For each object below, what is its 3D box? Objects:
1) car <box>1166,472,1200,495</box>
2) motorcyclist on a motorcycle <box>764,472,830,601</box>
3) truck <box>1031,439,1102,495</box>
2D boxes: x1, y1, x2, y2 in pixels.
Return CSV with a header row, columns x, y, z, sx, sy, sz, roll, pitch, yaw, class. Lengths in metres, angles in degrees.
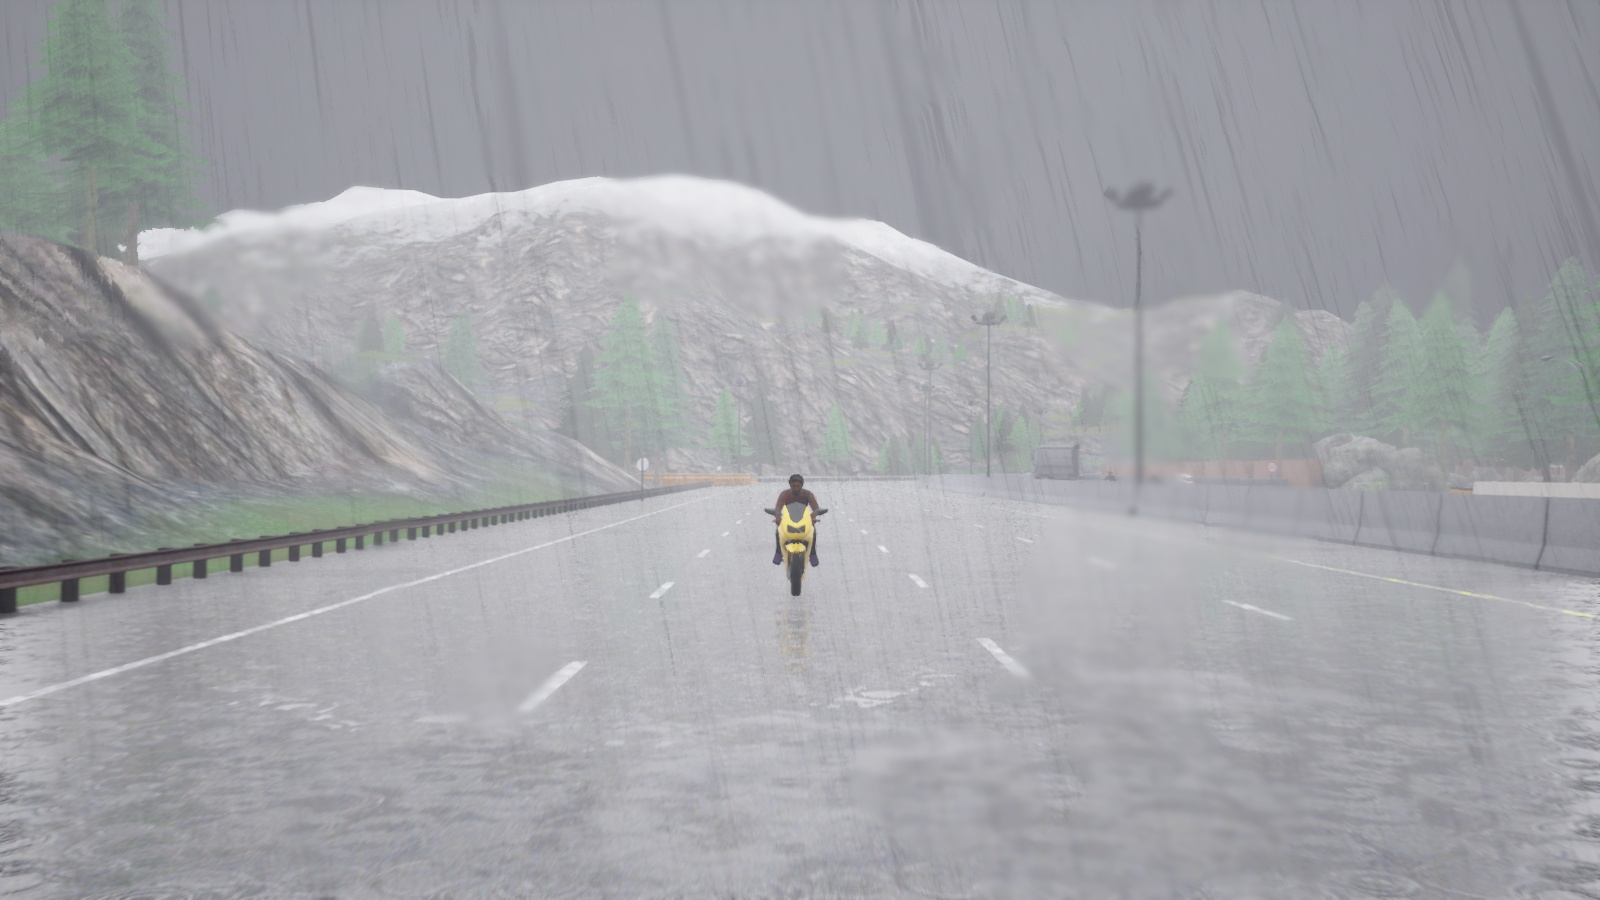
x,y,z,sx,sy,sz,roll,pitch,yaw,class
24.307,2.106,79.676,1.481,1.376,2.207,0,-1,0,car
-0.040,1.067,16.256,0.797,1.523,2.044,0,0,0,motorcyclist on a motorcycle
17.298,1.138,82.110,2.891,3.462,7.936,0,-1,0,truck
